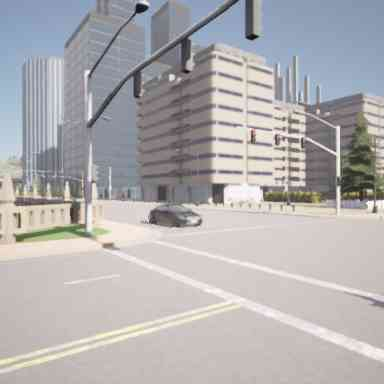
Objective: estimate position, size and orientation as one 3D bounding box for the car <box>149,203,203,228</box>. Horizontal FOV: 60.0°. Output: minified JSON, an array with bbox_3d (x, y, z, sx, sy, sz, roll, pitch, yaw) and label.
[{"bbox_3d":[-1.214,1.497,21.909,1.812,1.442,4.674,0,0,-36],"label":"car"}]

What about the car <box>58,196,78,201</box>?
[{"bbox_3d":[-15.771,1.305,42.292,2.097,1.767,4.553,0,0,-36],"label":"car"}]
